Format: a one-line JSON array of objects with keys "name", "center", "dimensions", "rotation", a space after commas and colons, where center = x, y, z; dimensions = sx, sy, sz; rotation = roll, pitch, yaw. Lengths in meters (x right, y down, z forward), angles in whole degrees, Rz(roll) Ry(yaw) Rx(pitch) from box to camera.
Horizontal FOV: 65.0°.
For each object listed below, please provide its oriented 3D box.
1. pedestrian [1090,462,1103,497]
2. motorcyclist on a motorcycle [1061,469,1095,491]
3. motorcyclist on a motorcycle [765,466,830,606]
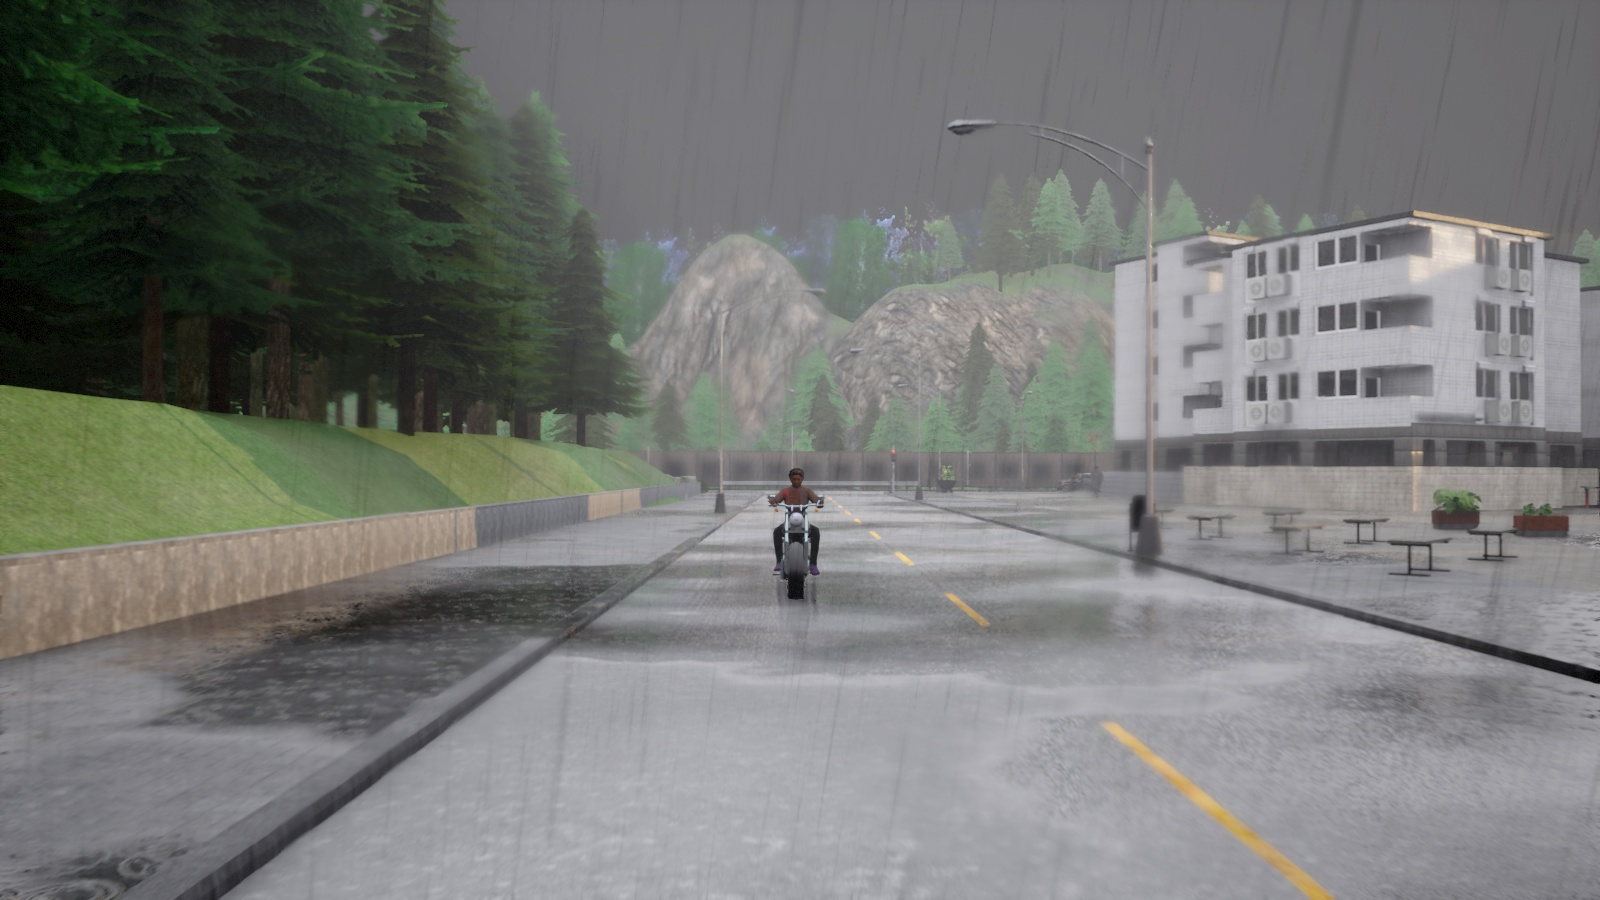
[{"name": "pedestrian", "center": [16.475, 1.627, 69.768], "dimensions": [0.659, 1.952, 0.873], "rotation": [0, -1, 9]}, {"name": "motorcyclist on a motorcycle", "center": [20.958, 2.265, 94.603], "dimensions": [2.350, 1.649, 0.766], "rotation": [0, -1, 0]}, {"name": "motorcyclist on a motorcycle", "center": [-0.038, 1.034, 16.065], "dimensions": [0.766, 1.649, 2.350], "rotation": [0, -1, 0]}]
